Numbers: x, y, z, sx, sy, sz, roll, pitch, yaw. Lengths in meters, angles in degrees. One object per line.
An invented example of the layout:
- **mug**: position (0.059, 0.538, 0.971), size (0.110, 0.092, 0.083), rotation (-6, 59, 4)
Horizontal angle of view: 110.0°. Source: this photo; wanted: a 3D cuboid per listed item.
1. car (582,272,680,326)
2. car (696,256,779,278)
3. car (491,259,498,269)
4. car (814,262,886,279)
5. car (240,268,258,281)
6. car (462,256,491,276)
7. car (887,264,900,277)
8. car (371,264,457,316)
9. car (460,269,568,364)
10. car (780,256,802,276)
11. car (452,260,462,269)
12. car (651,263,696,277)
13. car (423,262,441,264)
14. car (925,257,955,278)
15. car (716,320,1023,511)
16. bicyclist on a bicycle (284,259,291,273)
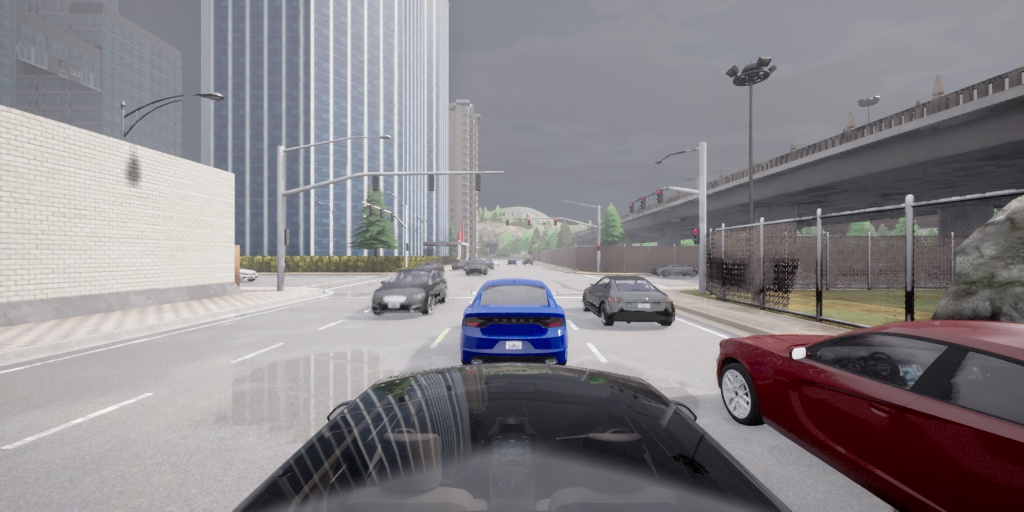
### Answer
- **car**: position (3.576, 1.314, 11.679), size (1.994, 1.385, 4.181), rotation (0, 0, 0)
- **car**: position (20.000, 1.027, 31.949), size (5.566, 2.045, 2.150), rotation (0, 0, 0)
- **car**: position (-3.585, 1.296, 52.387), size (2.033, 1.411, 5.357), rotation (0, 0, 0)
- **car**: position (29.769, 1.406, 31.967), size (4.718, 1.301, 1.895), rotation (0, 0, 0)
- **car**: position (-22.633, 1.331, 28.189), size (4.674, 1.442, 1.812), rotation (0, 0, 0)
- **car**: position (-3.592, 1.134, 37.344), size (2.097, 1.767, 4.553), rotation (0, 0, 0)
- **car**: position (35.557, 1.331, 35.466), size (4.674, 1.442, 1.812), rotation (0, 0, 0)
- **car**: position (-3.597, 1.241, 13.380), size (2.128, 1.511, 4.902), rotation (0, 0, 0)
- **car**: position (0.054, 1.228, 8.019), size (1.882, 1.535, 5.008), rotation (0, 0, 1)
- **car**: position (25.378, 1.027, 35.467), size (5.566, 2.045, 2.150), rotation (0, 0, -1)
- **car**: position (-7.086, 1.255, 49.250), size (1.837, 1.490, 4.892), rotation (0, 0, 0)
- **car**: position (16.022, 1.369, 35.445), size (4.181, 1.385, 1.994), rotation (0, 0, 0)
- **car**: position (-7.094, 1.273, 31.511), size (2.128, 1.511, 4.902), rotation (0, 0, 0)
- **car**: position (40.477, 1.027, 31.971), size (5.566, 2.045, 2.150), rotation (0, 0, 0)
- **car**: position (3.601, 1.228, 2.685), size (1.882, 1.535, 5.008), rotation (0, 0, 0)
- **bicyclist on a bicycle**: position (-25.294, 1.106, 40.146), size (0.582, 1.620, 1.656), rotation (0, 0, 0)
